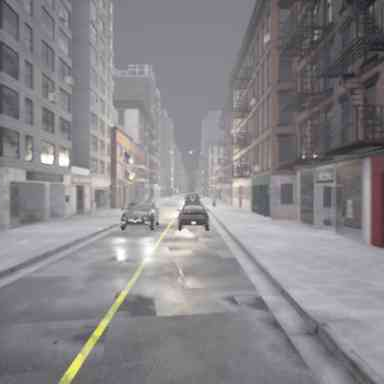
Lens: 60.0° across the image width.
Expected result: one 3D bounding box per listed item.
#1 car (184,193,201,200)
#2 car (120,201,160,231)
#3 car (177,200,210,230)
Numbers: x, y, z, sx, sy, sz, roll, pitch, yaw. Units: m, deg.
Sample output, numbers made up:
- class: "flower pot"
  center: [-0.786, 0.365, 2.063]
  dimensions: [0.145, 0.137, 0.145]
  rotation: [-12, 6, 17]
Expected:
- class: "car"
  center: [0.079, 1.206, 45.106]
  dimensions: [2.150, 2.045, 5.566]
  rotation: [0, 0, 0]
- class: "car"
  center: [-3.009, 1.303, 19.934]
  dimensions: [1.837, 1.490, 4.892]
  rotation: [0, 0, 0]
- class: "car"
  center: [0.090, 1.502, 21.273]
  dimensions: [1.837, 1.490, 4.892]
  rotation: [0, 0, 0]
